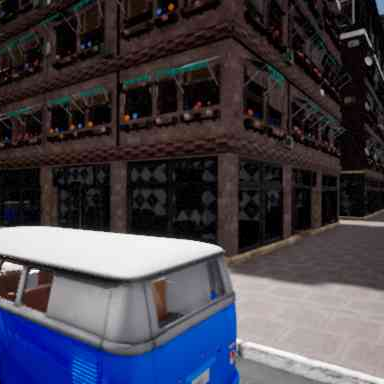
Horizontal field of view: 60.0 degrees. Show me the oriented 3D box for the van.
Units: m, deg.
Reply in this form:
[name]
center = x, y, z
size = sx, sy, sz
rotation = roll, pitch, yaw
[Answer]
[van]
center = -1.437, 1.372, 3.885
size = 3.998, 1.788, 1.690
rotation = -1, 0, 36
